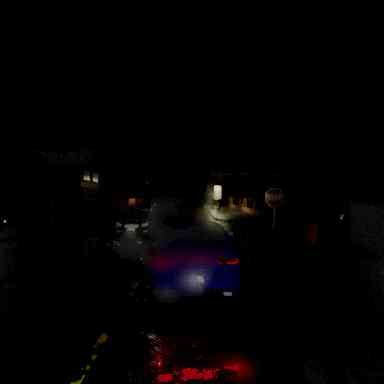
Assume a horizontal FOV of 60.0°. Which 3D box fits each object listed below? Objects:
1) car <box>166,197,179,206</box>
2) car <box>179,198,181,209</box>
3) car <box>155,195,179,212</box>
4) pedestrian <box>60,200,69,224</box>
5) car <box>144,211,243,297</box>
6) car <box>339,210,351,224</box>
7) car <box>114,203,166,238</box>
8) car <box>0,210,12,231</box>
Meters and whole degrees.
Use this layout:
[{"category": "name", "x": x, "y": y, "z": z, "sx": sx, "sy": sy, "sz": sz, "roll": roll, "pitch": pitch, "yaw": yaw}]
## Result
[{"category": "car", "x": -3.914, "y": 1.785, "z": 65.986, "sx": 2.097, "sy": 1.767, "sz": 4.553, "roll": 0, "pitch": -1, "yaw": -12}, {"category": "car", "x": -2.817, "y": 1.466, "z": 49.852, "sx": 2.150, "sy": 2.045, "sz": 5.566, "roll": 0, "pitch": -1, "yaw": 0}, {"category": "car", "x": -2.807, "y": 1.476, "z": 35.555, "sx": 2.097, "sy": 1.767, "sz": 4.553, "roll": 0, "pitch": 0, "yaw": 0}, {"category": "pedestrian", "x": -9.641, "y": 1.453, "z": 25.094, "sx": 0.375, "sy": 1.860, "sz": 0.375, "roll": 0, "pitch": -1, "yaw": 1}, {"category": "car", "x": 0.105, "y": 1.492, "z": 8.651, "sx": 1.882, "sy": 1.535, "sz": 5.008, "roll": 0, "pitch": 0, "yaw": 0}, {"category": "car", "x": 12.277, "y": 1.413, "z": 21.863, "sx": 4.902, "sy": 1.511, "sz": 2.128, "roll": -1, "pitch": -2, "yaw": 1}, {"category": "car", "x": -2.835, "y": 1.539, "z": 17.923, "sx": 2.128, "sy": 1.511, "sz": 4.902, "roll": 0, "pitch": -1, "yaw": 0}, {"category": "car", "x": -13.528, "y": 1.375, "z": 19.273, "sx": 5.566, "sy": 2.045, "sz": 2.150, "roll": -1, "pitch": -2, "yaw": 1}]
